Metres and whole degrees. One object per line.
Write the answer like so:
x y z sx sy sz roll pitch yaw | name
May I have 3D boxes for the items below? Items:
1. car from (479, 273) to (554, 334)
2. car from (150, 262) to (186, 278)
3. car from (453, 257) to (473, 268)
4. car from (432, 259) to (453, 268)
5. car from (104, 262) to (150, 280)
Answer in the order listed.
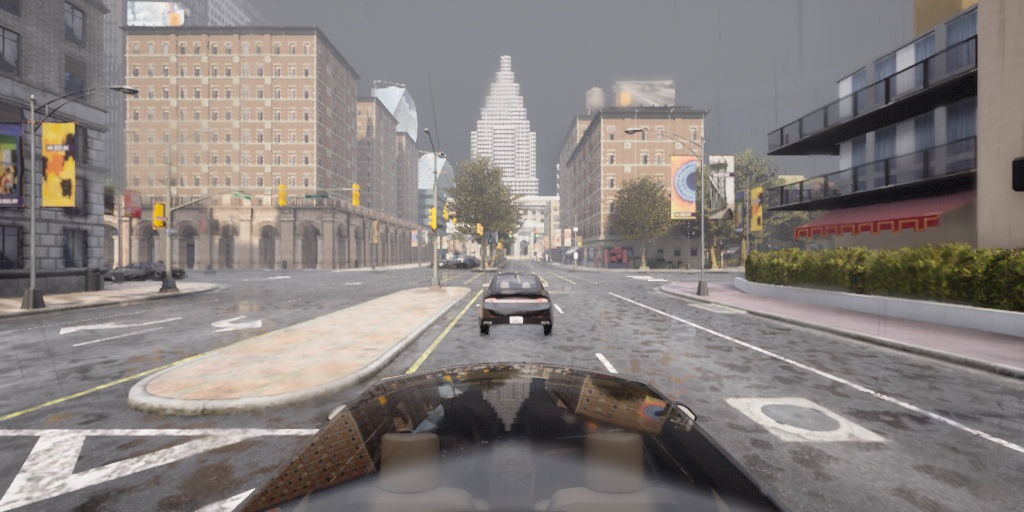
0.105 1.239 10.560 2.128 1.511 4.902 0 0 0 | car
-33.847 1.285 33.516 5.357 1.411 2.033 0 0 0 | car
-8.022 1.328 59.082 1.895 1.301 4.718 0 0 0 | car
-11.512 1.219 60.529 2.128 1.511 4.902 0 0 0 | car
-33.825 1.340 30.018 4.718 1.301 1.895 0 0 0 | car
